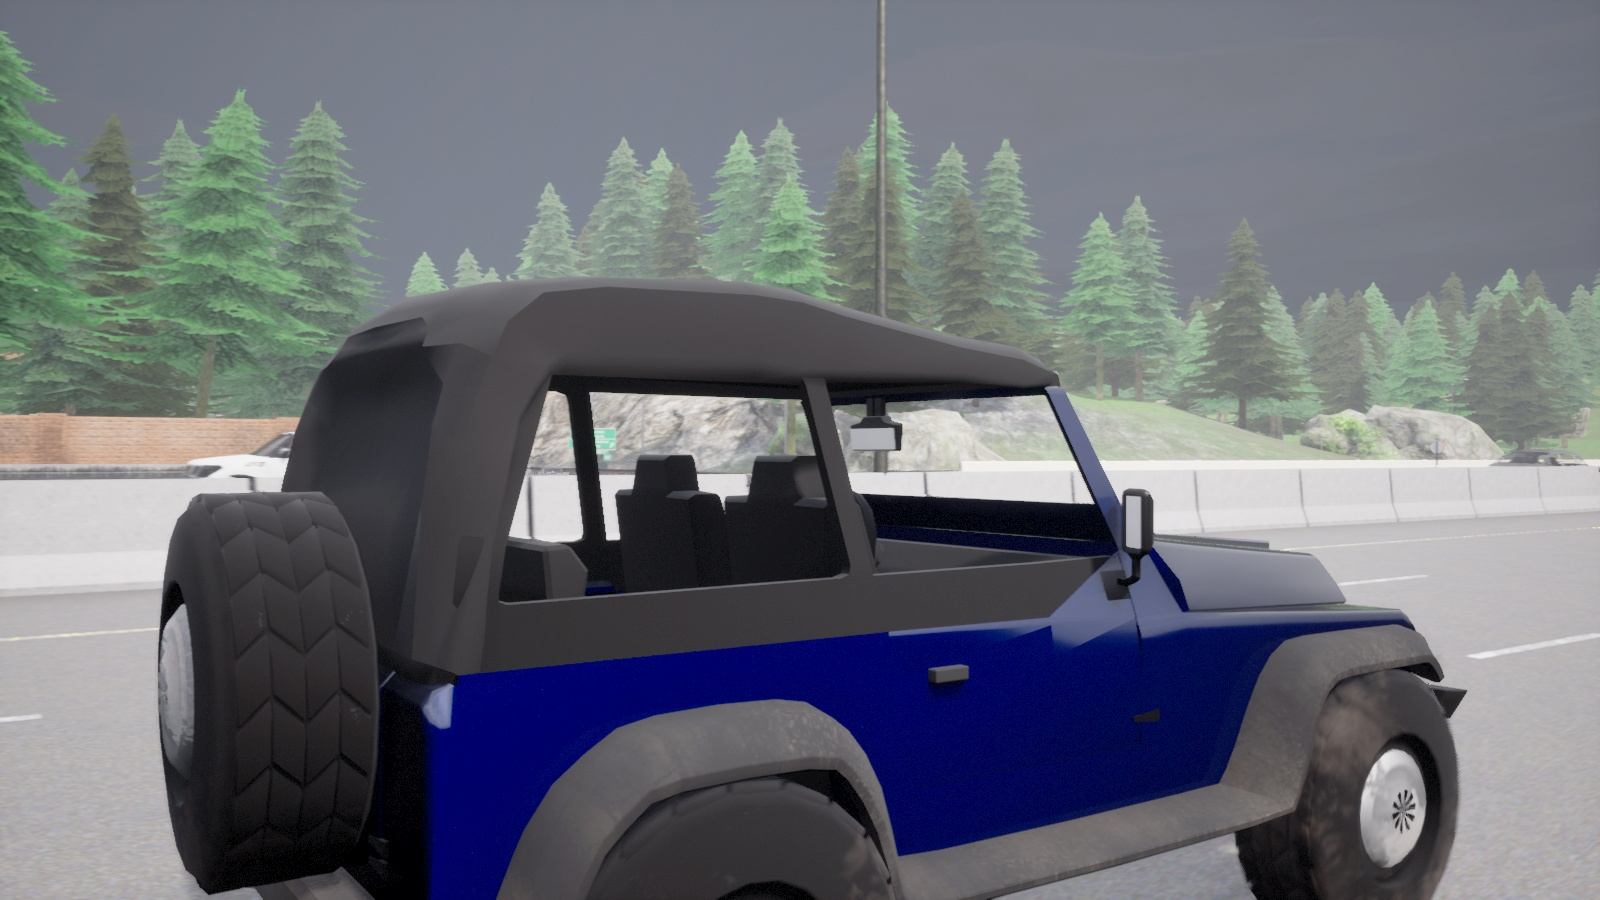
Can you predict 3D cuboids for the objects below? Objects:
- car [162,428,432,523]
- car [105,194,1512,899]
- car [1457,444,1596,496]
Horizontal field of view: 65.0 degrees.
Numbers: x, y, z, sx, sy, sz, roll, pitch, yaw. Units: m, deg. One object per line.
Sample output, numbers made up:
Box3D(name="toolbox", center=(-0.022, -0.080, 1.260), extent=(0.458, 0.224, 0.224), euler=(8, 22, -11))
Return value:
Box3D(name="car", center=(-11.762, 0.564, 29.529), extent=(5.566, 2.045, 2.150), euler=(0, 0, -33))
Box3D(name="car", center=(0.206, 0.550, 3.803), extent=(3.866, 1.878, 1.905), euler=(0, 0, -35))
Box3D(name="car", center=(24.234, 0.642, 41.849), extent=(4.611, 1.667, 2.242), euler=(0, 0, -35))
